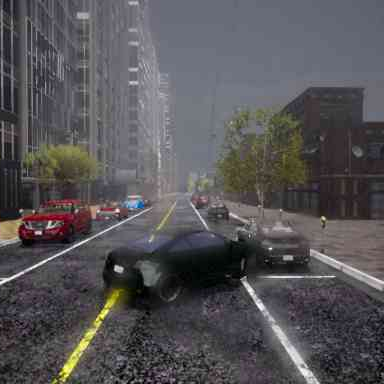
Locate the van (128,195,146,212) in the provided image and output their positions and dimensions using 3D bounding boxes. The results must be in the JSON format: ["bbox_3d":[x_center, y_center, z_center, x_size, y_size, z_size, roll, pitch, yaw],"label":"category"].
[{"bbox_3d":[-6.706,1.329,38.636,1.690,1.788,3.998,-1,0,-2],"label":"van"}]

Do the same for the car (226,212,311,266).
[{"bbox_3d":[2.544,1.548,11.192,2.008,1.369,4.403,-1,0,-2],"label":"car"}]

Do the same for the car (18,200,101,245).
[{"bbox_3d":[-6.197,1.310,15.775,2.192,1.841,5.009,-1,0,-2],"label":"car"}]

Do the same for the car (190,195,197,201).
[{"bbox_3d":[0.343,1.552,88.643,1.802,1.307,4.206,-1,0,-2],"label":"car"}]

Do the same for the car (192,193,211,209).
[{"bbox_3d":[1.523,1.301,44.383,2.192,1.841,5.009,-1,0,-2],"label":"car"}]

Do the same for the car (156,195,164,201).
[{"bbox_3d":[-7.883,1.497,82.729,1.752,1.417,4.829,-1,0,-2],"label":"car"}]

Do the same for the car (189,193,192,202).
[{"bbox_3d":[0.783,1.291,72.046,2.192,1.841,5.009,-1,0,-2],"label":"car"}]

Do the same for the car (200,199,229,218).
[{"bbox_3d":[2.002,1.543,27.051,2.008,1.369,4.403,-1,0,-2],"label":"car"}]

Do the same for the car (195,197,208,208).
[{"bbox_3d":[1.374,1.509,50.086,1.752,1.417,4.829,-1,0,-2],"label":"car"}]

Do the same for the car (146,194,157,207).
[{"bbox_3d":[-7.002,1.299,49.701,2.192,1.841,5.009,-1,0,-2],"label":"car"}]

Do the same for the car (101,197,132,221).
[{"bbox_3d":[-6.401,1.432,26.843,1.967,1.590,4.097,-1,0,-2],"label":"car"}]

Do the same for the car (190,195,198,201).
[{"bbox_3d":[0.491,1.538,83.111,1.947,1.339,4.313,-1,0,-2],"label":"car"}]

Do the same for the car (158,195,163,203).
[{"bbox_3d":[-7.443,1.522,66.300,1.887,1.381,4.507,-1,0,-2],"label":"car"}]

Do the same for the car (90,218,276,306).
[{"bbox_3d":[-0.030,1.557,8.185,4.181,1.385,1.994,0,-1,-43],"label":"car"}]
